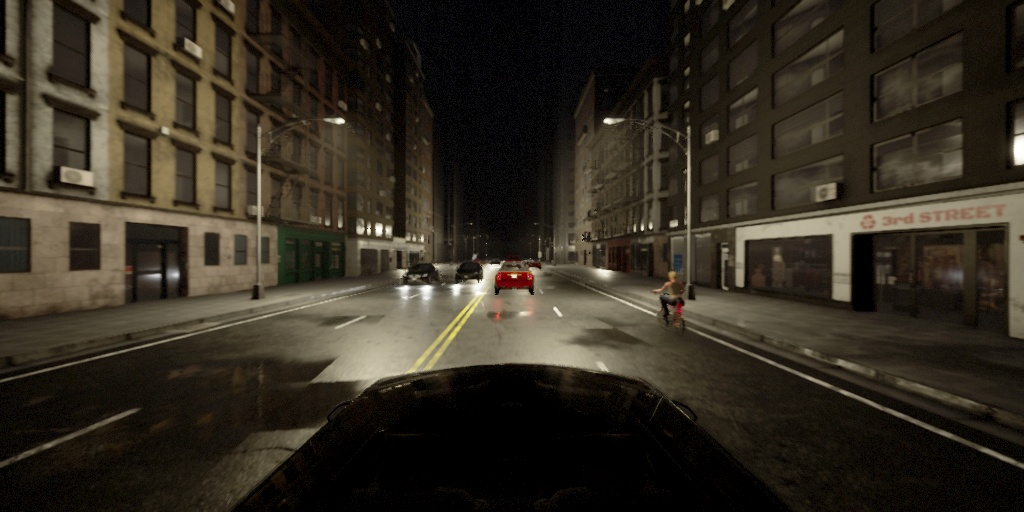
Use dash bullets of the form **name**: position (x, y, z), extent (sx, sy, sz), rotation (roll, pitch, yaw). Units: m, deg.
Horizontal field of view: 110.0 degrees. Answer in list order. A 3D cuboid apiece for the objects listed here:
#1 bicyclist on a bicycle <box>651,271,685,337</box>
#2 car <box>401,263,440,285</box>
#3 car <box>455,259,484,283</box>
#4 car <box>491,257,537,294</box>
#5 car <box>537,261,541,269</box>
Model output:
- **bicyclist on a bicycle**: position (4.154, 1.193, 9.384), extent (0.866, 1.612, 1.509), rotation (0, 0, 0)
- **car**: position (-6.569, 1.270, 26.460), extent (1.812, 1.442, 4.674), rotation (0, 0, 0)
- **car**: position (-3.307, 1.225, 28.487), extent (1.882, 1.535, 5.008), rotation (0, 0, 0)
- **car**: position (0.127, 1.105, 20.568), extent (2.097, 1.767, 4.553), rotation (0, 0, 0)
- **car**: position (3.431, 1.348, 55.287), extent (1.895, 1.301, 4.718), rotation (0, 0, 0)
